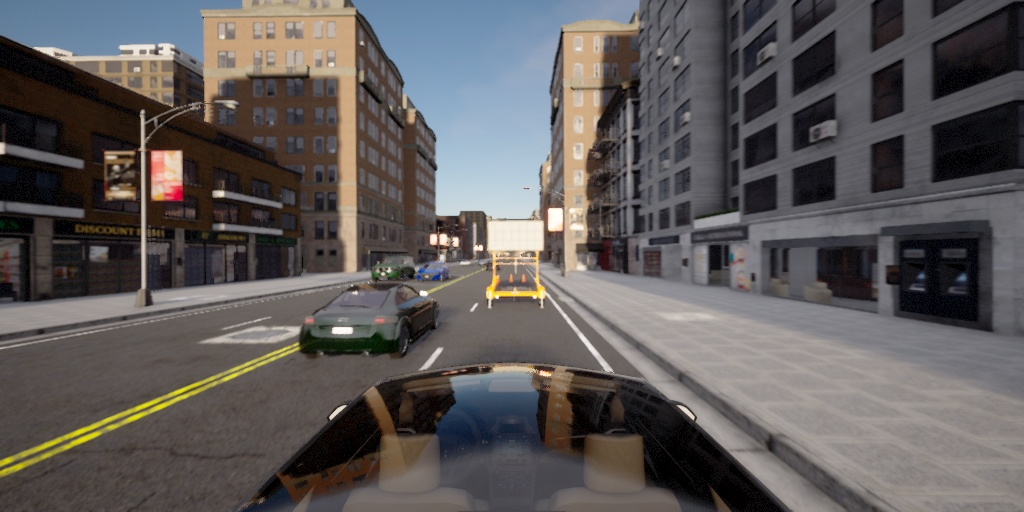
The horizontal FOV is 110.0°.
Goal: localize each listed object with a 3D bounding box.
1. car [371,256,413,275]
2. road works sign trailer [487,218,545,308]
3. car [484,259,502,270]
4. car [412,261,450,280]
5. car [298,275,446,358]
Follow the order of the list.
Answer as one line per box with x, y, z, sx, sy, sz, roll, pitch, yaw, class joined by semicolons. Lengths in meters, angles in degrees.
-9.532;1.010;29.363;2.150;2.045;5.566;0;0;1;car
0.165;0.212;15.183;2.380;3.560;2.880;0;0;1;road works sign trailer
-2.591;1.262;51.380;1.837;1.490;4.892;0;0;1;car
-6.281;1.250;29.089;1.882;1.535;5.008;0;0;1;car
-3.058;1.325;8.517;1.994;1.385;4.181;0;0;1;car
